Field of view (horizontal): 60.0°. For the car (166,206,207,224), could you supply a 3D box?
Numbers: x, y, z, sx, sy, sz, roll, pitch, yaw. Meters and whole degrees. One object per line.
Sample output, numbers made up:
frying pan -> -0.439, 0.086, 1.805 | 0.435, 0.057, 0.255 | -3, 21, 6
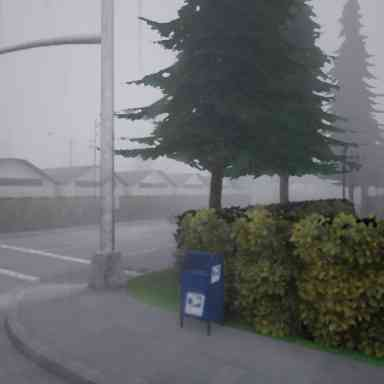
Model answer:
car -> 0.090, 1.770, 25.653 | 1.895, 1.301, 4.718 | 0, 0, 36

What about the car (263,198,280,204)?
car -> 9.798, 1.500, 39.047 | 2.128, 1.511, 4.902 | 0, 0, 36
